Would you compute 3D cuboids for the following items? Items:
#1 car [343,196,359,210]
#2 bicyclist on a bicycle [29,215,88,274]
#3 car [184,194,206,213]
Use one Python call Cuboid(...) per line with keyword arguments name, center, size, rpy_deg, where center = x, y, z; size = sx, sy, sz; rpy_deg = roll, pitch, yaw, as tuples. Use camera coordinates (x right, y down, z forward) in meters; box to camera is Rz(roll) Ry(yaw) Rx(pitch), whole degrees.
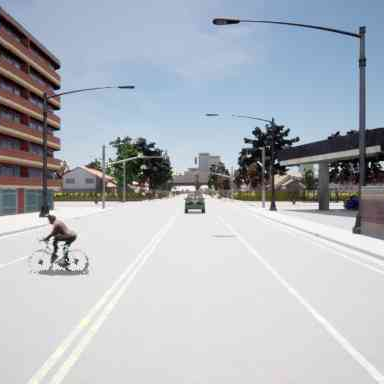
Cuboid(name="car", center=(20.501, 1.295, 39.459), size=(4.611, 1.667, 2.242), rpy_deg=(0, 0, 2))
Cuboid(name="bicyclist on a bicycle", center=(-3.668, 1.453, 9.121), size=(1.656, 1.620, 0.582), rpy_deg=(-1, 0, 0))
Cuboid(name="car", center=(0.311, 1.221, 36.541), size=(2.150, 2.045, 5.566), rpy_deg=(0, 0, 0))
